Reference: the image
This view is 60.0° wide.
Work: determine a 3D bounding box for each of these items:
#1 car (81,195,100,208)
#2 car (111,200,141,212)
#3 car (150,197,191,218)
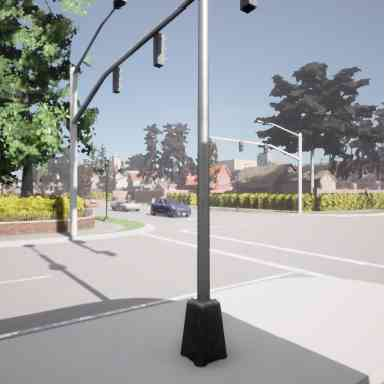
[{"bbox_3d":[-15.316,1.352,49.247,2.097,1.767,4.553,0,0,-36],"label":"car"},{"bbox_3d":[-7.745,1.601,38.770,1.895,1.301,4.718,0,0,-36],"label":"car"},{"bbox_3d":[-2.005,1.352,30.831,2.097,1.767,4.553,0,0,-36],"label":"car"}]
